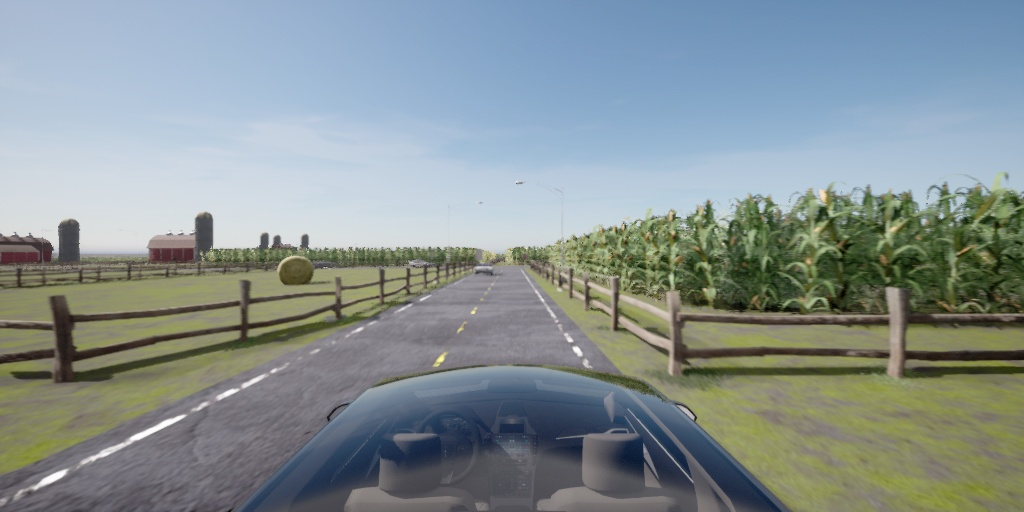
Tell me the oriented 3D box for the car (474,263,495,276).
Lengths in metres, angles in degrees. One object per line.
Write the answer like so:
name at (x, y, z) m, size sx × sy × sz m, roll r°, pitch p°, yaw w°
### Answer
car at (-2.834, 1.353, 37.248) m, size 1.895 × 1.301 × 4.718 m, roll 0°, pitch 0°, yaw 0°
